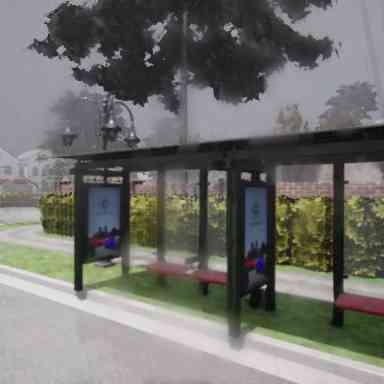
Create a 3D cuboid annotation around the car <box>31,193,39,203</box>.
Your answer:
[{"bbox_3d":[-24.443,0.910,49.407,3.806,1.475,1.970,0,0,36],"label":"car"}]
